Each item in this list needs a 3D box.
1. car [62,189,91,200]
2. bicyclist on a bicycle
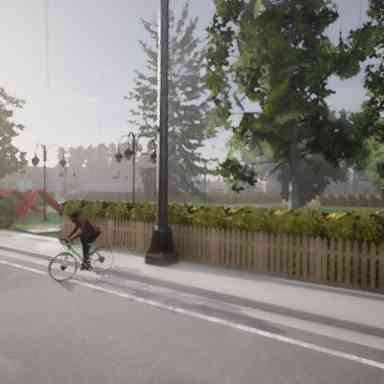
[{"bbox_3d":[-21.334,0.537,62.136,2.150,2.045,5.566,1,0,36],"label":"car"},{"bbox_3d":[-2.687,1.286,8.141,1.656,1.620,0.582,-4,3,-40],"label":"bicyclist on a bicycle"}]
